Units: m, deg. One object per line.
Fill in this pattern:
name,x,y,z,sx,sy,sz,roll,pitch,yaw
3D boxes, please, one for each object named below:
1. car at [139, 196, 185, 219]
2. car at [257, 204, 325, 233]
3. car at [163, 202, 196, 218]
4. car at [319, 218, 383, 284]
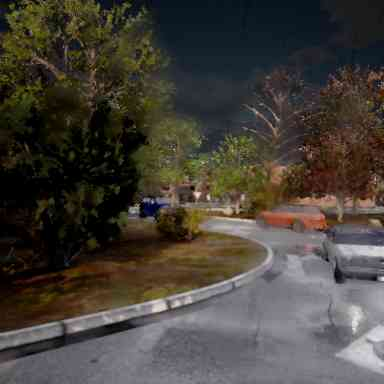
car,-2.692,1.370,28.613,2.150,2.045,5.566,1,-1,-30
car,6.283,1.584,21.555,2.097,1.767,4.553,1,-1,-31
car,-1.352,1.796,33.757,1.994,1.385,4.181,1,-1,-23
car,4.942,1.672,9.556,1.895,1.301,4.718,1,-1,17
